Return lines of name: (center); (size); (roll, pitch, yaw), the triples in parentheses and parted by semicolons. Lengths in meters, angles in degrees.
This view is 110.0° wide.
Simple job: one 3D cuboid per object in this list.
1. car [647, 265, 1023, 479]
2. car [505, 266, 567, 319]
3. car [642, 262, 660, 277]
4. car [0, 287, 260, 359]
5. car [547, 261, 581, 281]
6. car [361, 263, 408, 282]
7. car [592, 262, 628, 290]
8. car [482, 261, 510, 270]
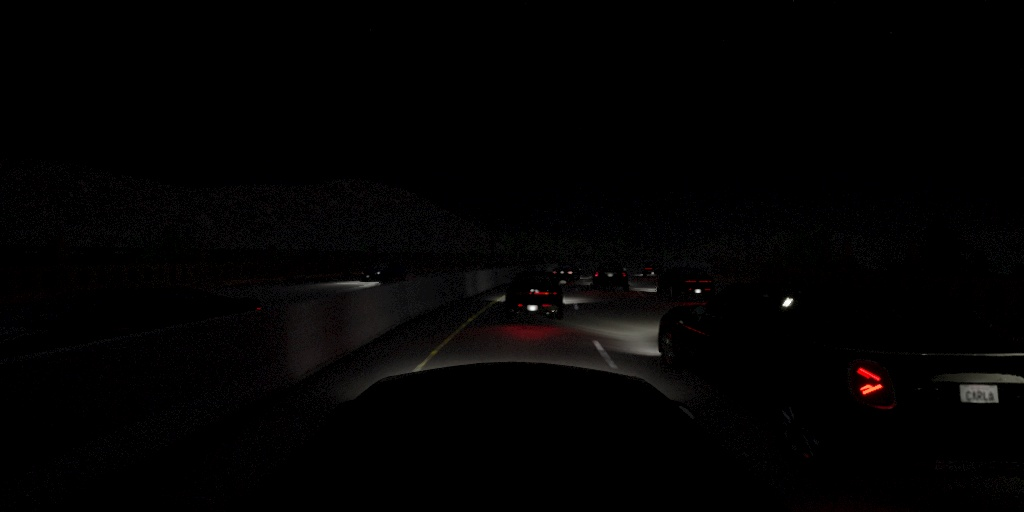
car: (3.794, 1.127, 4.998); (2.097, 1.767, 4.553); (0, 0, 1)
car: (0.882, 1.279, 12.937); (1.837, 1.490, 4.892); (0, 0, 7)
car: (14.431, 1.389, 36.568); (1.837, 1.490, 4.892); (0, 0, 23)
car: (-6.916, 1.270, 6.223); (2.033, 1.411, 5.357); (0, 0, 3)
car: (4.760, 1.367, 30.915); (2.033, 1.411, 5.357); (1, 0, 18)
car: (-10.354, 1.272, 29.470); (1.812, 1.442, 4.674); (0, 0, 15)
car: (6.331, 1.172, 23.379); (2.097, 1.767, 4.553); (0, 0, 13)
car: (-1.848, 1.306, 43.375); (2.128, 1.511, 4.902); (0, 0, 24)
